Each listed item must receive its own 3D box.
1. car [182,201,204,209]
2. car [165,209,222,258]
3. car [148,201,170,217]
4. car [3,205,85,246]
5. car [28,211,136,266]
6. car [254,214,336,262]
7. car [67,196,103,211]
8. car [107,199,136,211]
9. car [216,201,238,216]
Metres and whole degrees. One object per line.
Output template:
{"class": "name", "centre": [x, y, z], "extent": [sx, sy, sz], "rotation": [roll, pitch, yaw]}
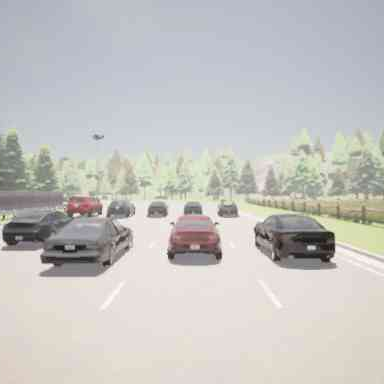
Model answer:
{"class": "car", "centre": [0.104, 1.680, 34.039], "extent": [1.837, 1.490, 4.892], "rotation": [0, 0, 0]}
{"class": "car", "centre": [0.098, 1.591, 12.866], "extent": [1.812, 1.442, 4.674], "rotation": [0, 0, 0]}
{"class": "car", "centre": [-3.397, 1.680, 34.034], "extent": [1.837, 1.490, 4.892], "rotation": [0, 0, 0]}
{"class": "car", "centre": [-6.898, 1.586, 15.688], "extent": [1.837, 1.490, 4.892], "rotation": [0, 0, 0]}
{"class": "car", "centre": [-3.399, 1.608, 11.754], "extent": [2.033, 1.411, 5.357], "rotation": [0, 0, 0]}
{"class": "car", "centre": [3.603, 1.542, 12.500], "extent": [1.882, 1.535, 5.008], "rotation": [0, 0, 0]}
{"class": "car", "centre": [-10.398, 1.388, 32.587], "extent": [2.150, 2.045, 5.566], "rotation": [0, 0, 0]}
{"class": "car", "centre": [-6.898, 1.518, 32.877], "extent": [2.097, 1.767, 4.553], "rotation": [0, 0, 0]}
{"class": "car", "centre": [3.602, 1.667, 34.252], "extent": [2.128, 1.511, 4.902], "rotation": [0, 0, 0]}
